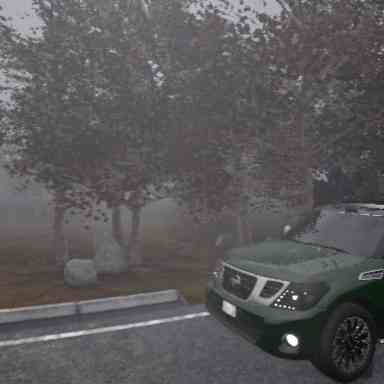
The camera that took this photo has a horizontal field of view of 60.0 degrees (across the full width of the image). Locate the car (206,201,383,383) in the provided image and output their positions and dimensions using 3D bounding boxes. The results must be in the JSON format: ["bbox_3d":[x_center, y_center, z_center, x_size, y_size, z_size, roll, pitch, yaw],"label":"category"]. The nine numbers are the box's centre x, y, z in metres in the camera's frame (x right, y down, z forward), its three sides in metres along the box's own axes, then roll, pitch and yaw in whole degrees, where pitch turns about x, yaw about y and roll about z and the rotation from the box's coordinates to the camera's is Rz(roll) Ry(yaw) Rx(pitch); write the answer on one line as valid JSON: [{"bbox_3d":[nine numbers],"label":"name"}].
[{"bbox_3d":[2.986,1.193,5.547,5.566,2.045,2.150,0,0,-25],"label":"car"}]
